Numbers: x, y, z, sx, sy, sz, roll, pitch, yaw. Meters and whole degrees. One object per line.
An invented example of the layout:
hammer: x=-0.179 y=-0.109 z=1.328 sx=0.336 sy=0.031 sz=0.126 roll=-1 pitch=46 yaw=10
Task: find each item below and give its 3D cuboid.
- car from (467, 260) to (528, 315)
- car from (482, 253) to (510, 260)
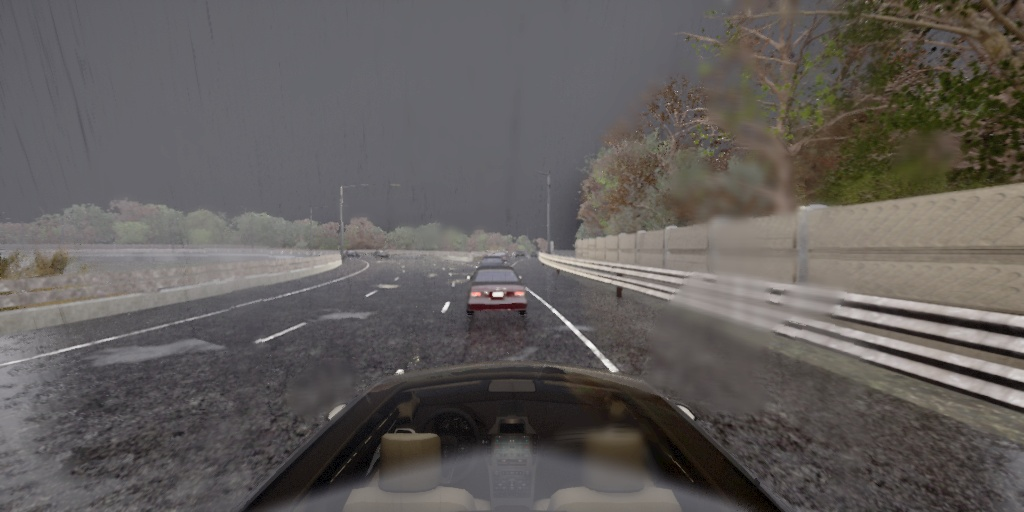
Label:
car: x=-0.572 y=1.029 z=12.215 sx=2.033 sy=1.411 sz=5.357 roll=0 pitch=1 yaw=-4
car: x=-1.333 y=0.722 z=24.281 sx=2.033 sy=1.411 sz=5.357 roll=0 pitch=1 yaw=-3
